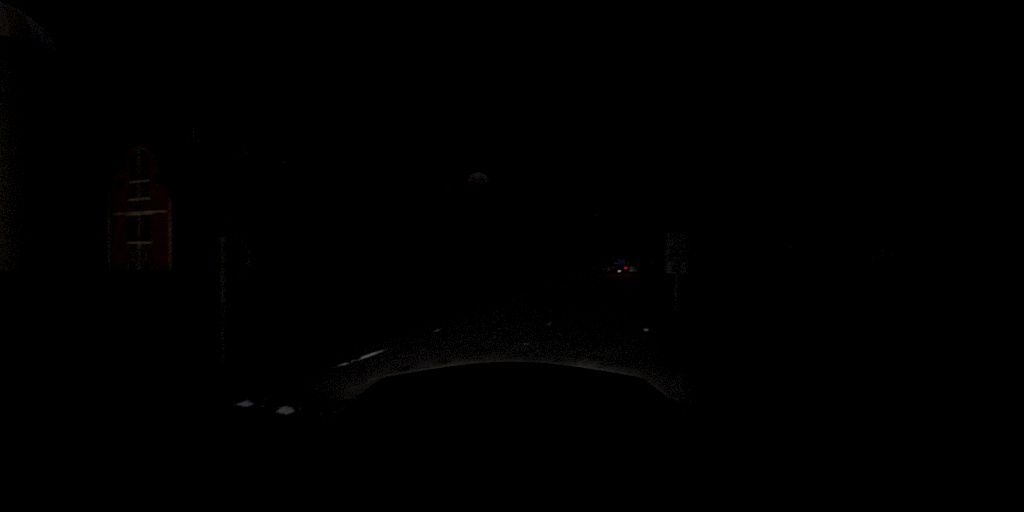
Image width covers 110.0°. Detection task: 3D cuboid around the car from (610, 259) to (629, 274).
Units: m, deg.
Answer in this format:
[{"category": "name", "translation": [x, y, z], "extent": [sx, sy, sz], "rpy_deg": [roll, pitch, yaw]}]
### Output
[{"category": "car", "translation": [11.710, 1.228, 38.839], "extent": [1.895, 1.301, 4.718], "rpy_deg": [0, 1, 18]}]
